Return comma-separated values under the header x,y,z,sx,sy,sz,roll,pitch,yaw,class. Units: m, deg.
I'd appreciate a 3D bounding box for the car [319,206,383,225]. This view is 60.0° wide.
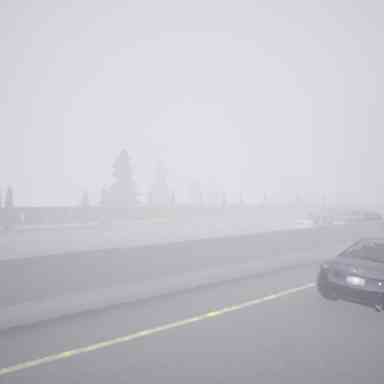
x,y,z,sx,sy,sz,roll,pitch,yaw,class
10.816,1.845,21.881,4.902,1.511,2.128,1,-1,-40,car

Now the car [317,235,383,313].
x,y,z,sx,sy,sz,roll,pitch,yaw,class
4.701,1.690,7.608,4.181,1.385,1.994,1,-1,-38,car

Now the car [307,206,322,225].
x,y,z,sx,sy,sz,roll,pitch,yaw,class
11.573,1.991,27.046,4.181,1.385,1.994,1,-1,-40,car

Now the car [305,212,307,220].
x,y,z,sx,sy,sz,roll,pitch,yaw,class
12.938,2.076,32.712,4.181,1.385,1.994,1,-1,-40,car
